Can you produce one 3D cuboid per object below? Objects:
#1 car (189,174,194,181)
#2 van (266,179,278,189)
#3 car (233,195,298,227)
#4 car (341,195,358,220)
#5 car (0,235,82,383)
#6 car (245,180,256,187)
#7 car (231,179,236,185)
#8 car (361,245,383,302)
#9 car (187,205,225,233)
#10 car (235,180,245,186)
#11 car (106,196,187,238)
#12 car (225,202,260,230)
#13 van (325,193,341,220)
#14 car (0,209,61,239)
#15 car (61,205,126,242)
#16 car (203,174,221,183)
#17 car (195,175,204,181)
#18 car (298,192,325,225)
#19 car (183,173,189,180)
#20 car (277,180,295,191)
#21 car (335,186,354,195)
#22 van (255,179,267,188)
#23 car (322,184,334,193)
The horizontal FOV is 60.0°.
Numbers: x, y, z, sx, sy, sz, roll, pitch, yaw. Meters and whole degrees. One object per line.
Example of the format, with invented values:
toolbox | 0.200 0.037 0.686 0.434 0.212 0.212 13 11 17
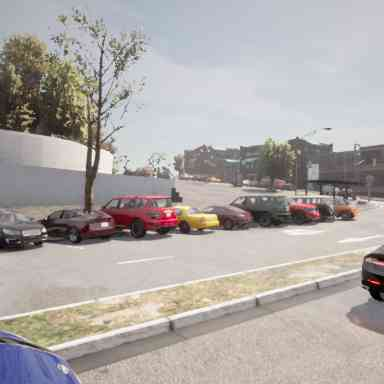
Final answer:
car | 2.101 -3.850 91.104 2.185 1.767 4.553 6 3 34
van | 17.716 -1.491 68.874 1.878 1.987 4.442 7 4 35
car | 3.999 1.263 23.043 5.566 2.045 2.435 -1 -1 35
car | 11.463 1.403 28.164 4.553 1.767 2.185 -1 -1 35
car | -2.616 1.351 1.266 4.553 1.767 2.097 0 0 -35
car | 14.416 -1.812 74.078 1.946 1.575 5.366 7 3 35
car | 10.845 -2.317 78.863 2.002 1.452 4.674 7 3 35
car | 5.522 1.501 7.059 4.902 1.511 2.128 0 0 -35
car | -1.037 1.503 19.661 5.366 1.575 1.946 -1 -1 35
car | 12.586 -2.043 76.400 2.002 1.452 4.674 7 4 35
car | -3.358 1.248 17.835 5.566 2.045 2.435 -1 -1 35
car | 1.571 1.549 21.287 4.674 1.452 2.002 -1 -1 35
van | 9.053 1.297 26.415 4.442 1.987 1.878 -1 -1 35
car | -8.224 1.494 14.346 4.892 1.521 2.231 -1 -1 35
car | -5.803 1.525 16.091 4.792 1.488 2.163 -1 -1 35
car | 5.744 -3.176 86.376 1.946 1.575 5.366 7 3 34
car | 3.894 -3.698 88.637 2.435 2.045 5.566 7 3 34
car | 6.514 1.267 24.747 5.566 2.045 2.435 -1 -1 35
car | 0.373 -4.085 93.575 2.185 1.767 4.553 4 1 33
car | 19.474 -0.992 66.511 2.231 1.521 4.892 7 3 35
car | 26.370 0.136 56.649 2.002 1.452 4.674 7 3 35
van | 15.988 -1.764 71.346 1.878 1.987 4.442 7 4 35
car | 24.681 -0.426 59.122 2.435 2.045 5.566 7 3 35
